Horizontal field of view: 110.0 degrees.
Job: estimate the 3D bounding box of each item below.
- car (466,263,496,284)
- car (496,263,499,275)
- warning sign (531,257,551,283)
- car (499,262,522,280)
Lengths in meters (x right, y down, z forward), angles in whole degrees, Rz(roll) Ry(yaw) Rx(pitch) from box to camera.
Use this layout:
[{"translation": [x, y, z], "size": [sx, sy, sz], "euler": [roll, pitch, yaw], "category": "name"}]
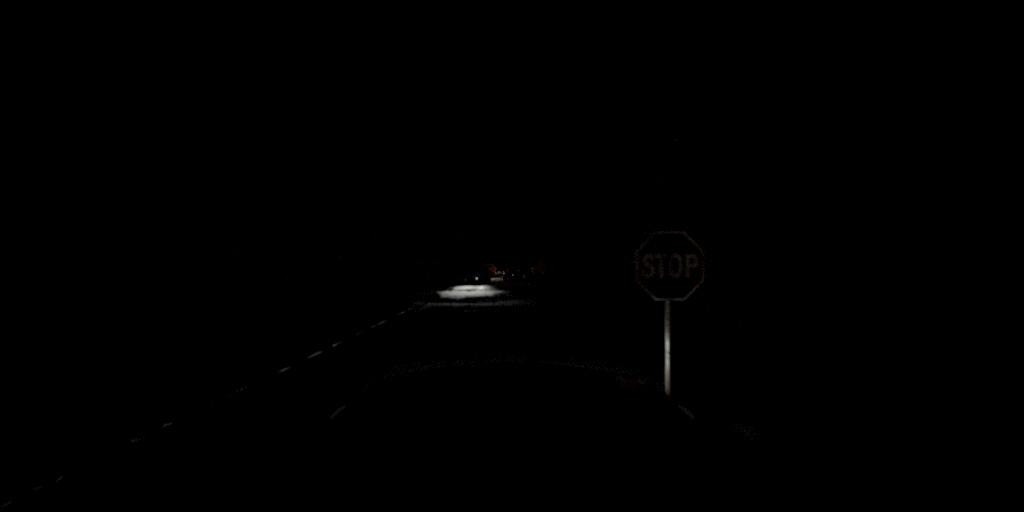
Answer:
[{"translation": [-2.858, 1.595, 31.449], "size": [2.128, 1.511, 4.902], "euler": [0, -1, 0], "category": "car"}, {"translation": [-2.863, 1.708, 42.645], "size": [1.882, 1.535, 5.008], "euler": [0, 0, 0], "category": "car"}, {"translation": [2.441, 1.187, 28.774], "size": [1.300, 1.860, 1.060], "euler": [0, 0, 0], "category": "warning sign"}, {"translation": [0.090, 1.660, 37.116], "size": [2.128, 1.511, 4.902], "euler": [0, -1, 0], "category": "car"}]
